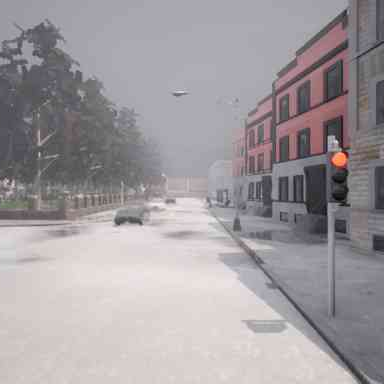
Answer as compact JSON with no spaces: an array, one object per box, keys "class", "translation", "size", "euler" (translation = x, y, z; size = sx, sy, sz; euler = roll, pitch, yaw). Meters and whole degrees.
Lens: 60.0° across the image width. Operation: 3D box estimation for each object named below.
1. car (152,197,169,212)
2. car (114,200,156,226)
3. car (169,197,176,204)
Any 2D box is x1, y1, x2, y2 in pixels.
[{"class":"car","translation":[-4.051,1.527,38.952],"size":[1.812,1.442,4.674],"euler":[0,1,0]},{"class":"car","translation":[-4.079,1.547,23.593],"size":[2.033,1.411,5.357],"euler":[0,0,0]},{"class":"car","translation":[-3.985,1.601,62.851],"size":[1.895,1.301,4.718],"euler":[0,0,1]}]
